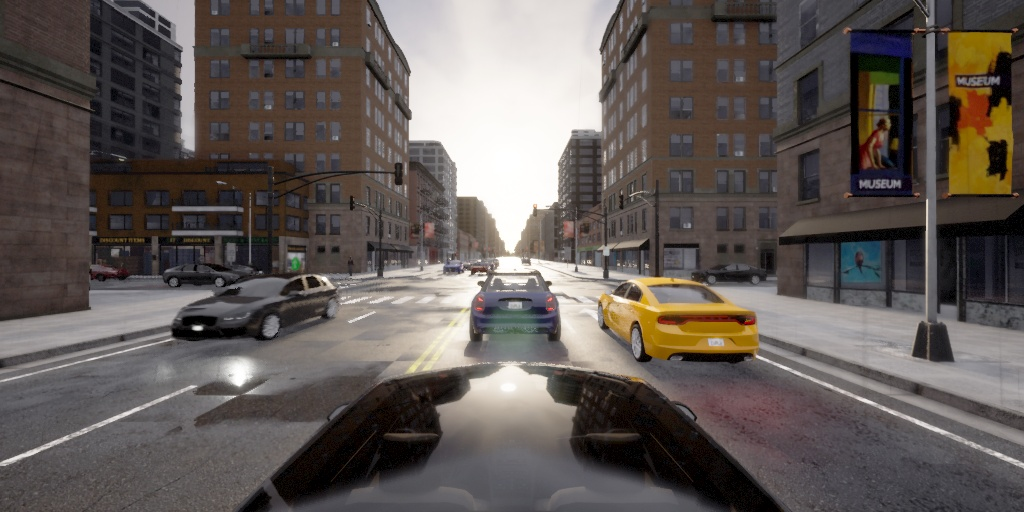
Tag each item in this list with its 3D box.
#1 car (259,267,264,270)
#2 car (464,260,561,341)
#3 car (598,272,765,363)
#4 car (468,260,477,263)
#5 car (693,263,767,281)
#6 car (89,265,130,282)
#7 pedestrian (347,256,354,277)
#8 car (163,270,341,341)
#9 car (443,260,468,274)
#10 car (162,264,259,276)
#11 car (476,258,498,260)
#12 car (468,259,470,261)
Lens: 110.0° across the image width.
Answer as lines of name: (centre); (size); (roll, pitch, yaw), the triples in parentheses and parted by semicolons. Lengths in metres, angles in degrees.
car: (-22.172, 1.330, 28.671); (4.313, 1.339, 1.948); (0, 0, 0)
car: (0.076, 1.102, 10.009); (2.097, 1.767, 4.553); (0, 0, 0)
car: (3.314, 1.228, 8.209); (1.882, 1.535, 5.008); (0, 0, 1)
car: (-3.415, 1.350, 39.319); (1.895, 1.301, 4.718); (0, 0, 0)
car: (15.839, 1.268, 26.363); (5.008, 1.535, 1.882); (0, 0, 1)
car: (-33.194, 1.344, 28.707); (4.207, 1.307, 1.802); (0, 0, 0)
pedestrian: (-14.194, 0.920, 31.521); (0.375, 1.860, 0.375); (0, 0, 0)
car: (-6.559, 1.255, 9.912); (1.837, 1.490, 4.892); (0, 0, 0)
car: (-6.665, 1.226, 41.293); (1.882, 1.535, 5.008); (0, 0, 0)
car: (-19.618, 1.246, 23.177); (4.892, 1.490, 1.837); (1, 0, 0)
car: (-3.428, 1.099, 48.226); (2.097, 1.767, 4.553); (0, 0, 0)
car: (-6.671, 1.310, 50.287); (1.994, 1.385, 4.181); (0, 0, 1)
